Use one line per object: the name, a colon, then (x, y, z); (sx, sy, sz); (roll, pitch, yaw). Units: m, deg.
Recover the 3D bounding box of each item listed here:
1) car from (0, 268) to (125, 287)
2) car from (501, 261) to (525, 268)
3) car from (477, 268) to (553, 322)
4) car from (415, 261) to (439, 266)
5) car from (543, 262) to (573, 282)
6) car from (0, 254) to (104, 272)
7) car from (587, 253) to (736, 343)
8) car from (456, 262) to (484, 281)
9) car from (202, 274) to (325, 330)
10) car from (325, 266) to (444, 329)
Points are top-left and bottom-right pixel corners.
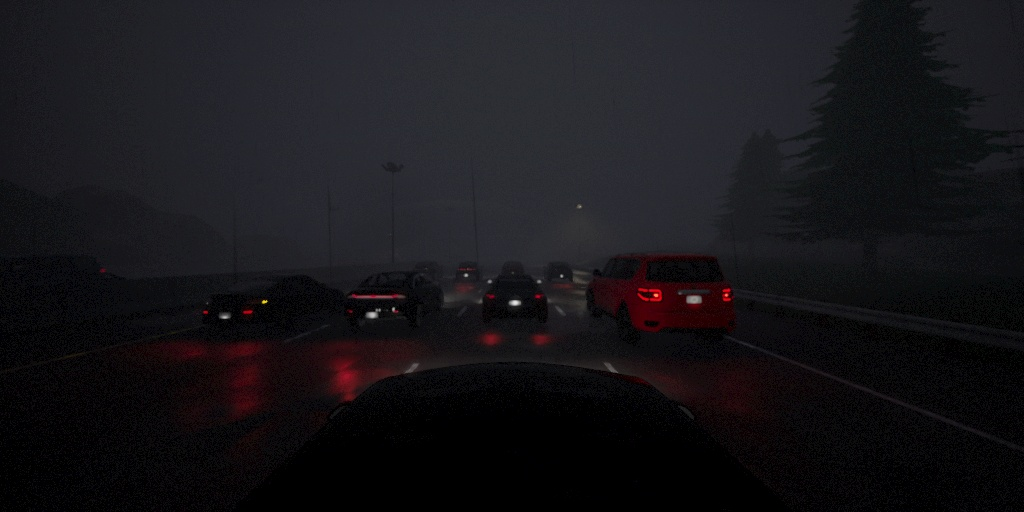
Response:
car: (-17.599, 1.330, 14.296); (1.895, 1.301, 4.718); (0, 0, 0)
car: (0.069, 1.152, 30.313); (1.882, 1.535, 5.008); (0, 0, 0)
car: (0.090, 1.287, 12.126); (1.994, 1.385, 4.181); (0, 0, 0)
car: (-6.930, 1.186, 29.780); (1.837, 1.490, 4.892); (0, 0, 0)
car: (3.572, 1.183, 28.213); (1.837, 1.490, 4.892); (0, 0, 0)
car: (-21.099, 0.949, 15.348); (2.150, 2.045, 5.566); (0, 0, 0)
car: (3.592, 0.948, 9.757); (2.150, 2.045, 5.566); (0, 0, 0)
car: (-3.430, 1.185, 29.287); (1.837, 1.490, 4.892); (0, 0, 0)
car: (-6.909, 1.256, 10.932); (1.812, 1.442, 4.674); (0, 0, 0)
car: (-3.410, 1.219, 11.161); (2.128, 1.511, 4.902); (0, 0, 0)
